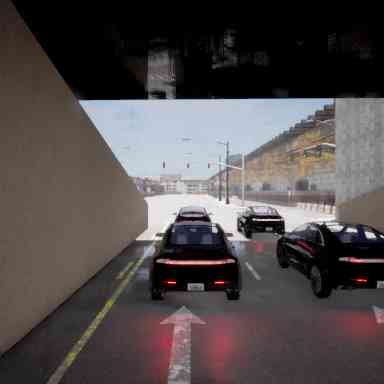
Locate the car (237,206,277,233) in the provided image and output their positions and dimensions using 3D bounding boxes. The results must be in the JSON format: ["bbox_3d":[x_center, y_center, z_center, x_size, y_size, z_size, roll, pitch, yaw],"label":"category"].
[{"bbox_3d":[3.541,1.491,17.690,2.128,1.511,4.902,0,0,0],"label":"car"}]

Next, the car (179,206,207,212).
[{"bbox_3d":[0.043,1.505,17.515,1.837,1.490,4.892,0,0,0],"label":"car"}]

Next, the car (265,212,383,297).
[{"bbox_3d":[3.561,1.491,8.557,2.128,1.511,4.902,0,0,0],"label":"car"}]

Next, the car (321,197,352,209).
[{"bbox_3d":[17.446,1.295,40.120,1.853,1.218,4.536,0,0,45],"label":"car"}]

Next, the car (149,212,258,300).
[{"bbox_3d":[0.064,1.491,8.395,2.128,1.511,4.902,0,0,0],"label":"car"}]

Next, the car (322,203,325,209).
[{"bbox_3d":[17.410,1.452,40.083,2.038,1.542,4.974,0,0,45],"label":"car"}]

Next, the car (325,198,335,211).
[{"bbox_3d":[17.320,1.452,35.476,2.038,1.542,4.974,0,0,-35],"label":"car"}]
